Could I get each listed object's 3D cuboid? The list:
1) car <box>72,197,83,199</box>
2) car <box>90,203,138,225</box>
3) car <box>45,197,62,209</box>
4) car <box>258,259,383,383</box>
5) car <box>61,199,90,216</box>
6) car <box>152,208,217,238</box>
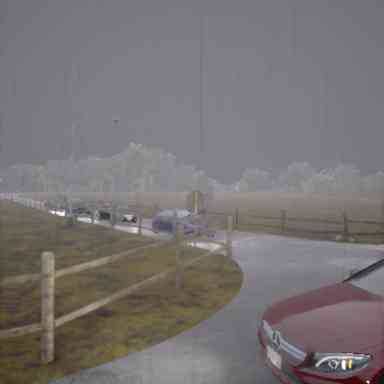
[{"bbox_3d":[-15.781,1.512,45.110,1.837,1.490,4.892,2,0,-35],"label":"car"},{"bbox_3d":[-5.803,1.628,25.620,2.128,1.511,4.902,2,-1,-35],"label":"car"},{"bbox_3d":[-17.255,1.454,42.135,2.128,1.511,4.902,2,0,-34],"label":"car"},{"bbox_3d":[3.154,1.509,4.154,4.674,1.442,1.812,-1,-1,-13],"label":"car"},{"bbox_3d":[-11.458,1.692,33.741,1.895,1.301,4.718,2,-1,-35],"label":"car"},{"bbox_3d":[-0.558,1.631,18.035,1.812,1.442,4.674,2,-1,-34],"label":"car"}]
